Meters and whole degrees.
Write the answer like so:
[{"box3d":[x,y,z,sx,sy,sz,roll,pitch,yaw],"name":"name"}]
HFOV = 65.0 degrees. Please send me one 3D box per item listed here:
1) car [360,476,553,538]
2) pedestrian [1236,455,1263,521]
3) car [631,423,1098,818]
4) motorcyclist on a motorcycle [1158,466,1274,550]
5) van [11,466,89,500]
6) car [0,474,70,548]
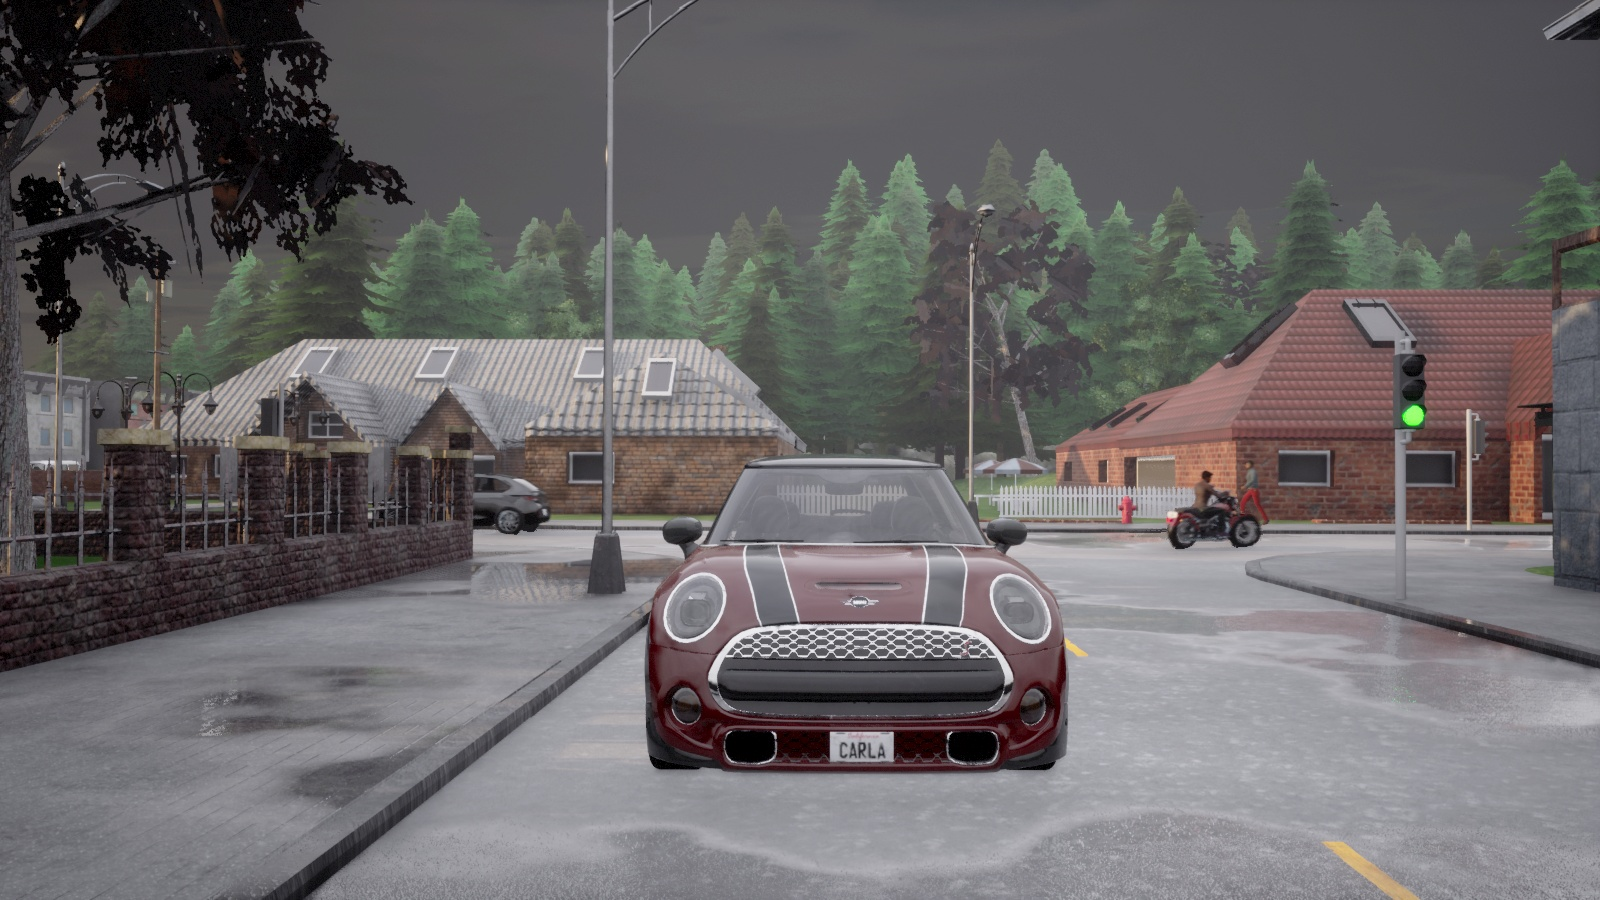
[{"box3d":[-8.359,1.378,30.801,4.193,1.474,1.816,0,-1,3],"name":"car"},{"box3d":[12.574,1.062,35.107,0.614,1.847,0.353,0,-1,0],"name":"pedestrian"},{"box3d":[0.271,0.805,7.943,2.097,1.767,4.553,0,-1,0],"name":"car"},{"box3d":[8.531,1.162,25.728,2.350,1.649,0.766,0,1,-25],"name":"motorcyclist on a motorcycle"},{"box3d":[-46.843,2.041,78.569,2.069,2.038,4.480,0,-1,2],"name":"van"},{"box3d":[-18.574,1.289,27.041,4.514,1.525,2.007,0,-1,0],"name":"car"}]
